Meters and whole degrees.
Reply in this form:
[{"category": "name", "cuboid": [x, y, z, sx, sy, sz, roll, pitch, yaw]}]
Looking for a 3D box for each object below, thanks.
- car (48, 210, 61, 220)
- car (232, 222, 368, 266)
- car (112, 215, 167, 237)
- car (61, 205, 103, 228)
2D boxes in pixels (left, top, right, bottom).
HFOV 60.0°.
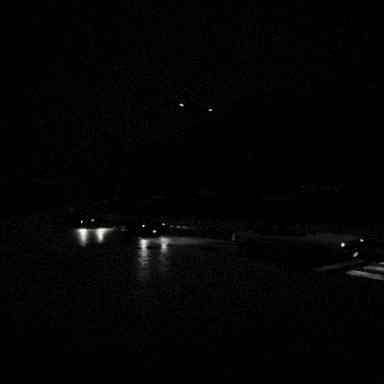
[{"category": "car", "cuboid": [-20.808, 3.541, 51.474, 1.994, 1.385, 4.181, 0, -2, -36]}, {"category": "car", "cuboid": [3.859, 1.803, 12.501, 1.895, 1.301, 4.718, 0, -2, -41]}, {"category": "car", "cuboid": [-3.626, 2.229, 22.496, 1.895, 1.301, 4.718, 0, -2, -36]}, {"category": "car", "cuboid": [-10.542, 2.310, 32.129, 2.150, 2.045, 5.566, 0, -2, -36]}]
